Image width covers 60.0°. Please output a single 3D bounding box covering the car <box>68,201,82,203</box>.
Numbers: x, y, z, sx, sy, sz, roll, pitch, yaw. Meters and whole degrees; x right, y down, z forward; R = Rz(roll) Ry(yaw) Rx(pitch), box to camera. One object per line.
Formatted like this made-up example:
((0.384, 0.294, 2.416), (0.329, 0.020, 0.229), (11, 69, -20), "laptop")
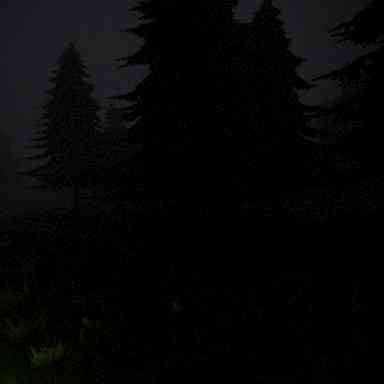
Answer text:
((-13.144, 1.741, 39.232), (2.033, 1.411, 5.357), (-5, -6, 26), "car")
